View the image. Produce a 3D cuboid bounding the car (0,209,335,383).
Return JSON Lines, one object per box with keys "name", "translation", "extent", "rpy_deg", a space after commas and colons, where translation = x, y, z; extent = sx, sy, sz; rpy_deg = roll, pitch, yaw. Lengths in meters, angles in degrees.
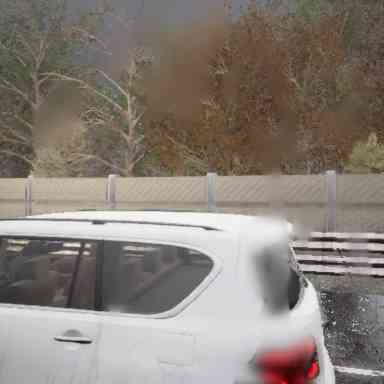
{"name": "car", "translation": [-1.510, 1.224, 3.522], "extent": [5.566, 2.045, 2.150], "rpy_deg": [0, 0, 16]}
